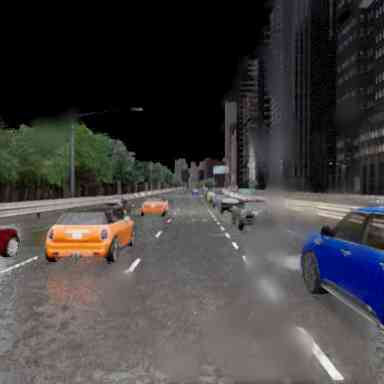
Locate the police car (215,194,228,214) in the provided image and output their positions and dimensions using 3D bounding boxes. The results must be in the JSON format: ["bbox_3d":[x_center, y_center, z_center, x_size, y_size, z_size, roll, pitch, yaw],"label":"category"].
[{"bbox_3d":[3.616,1.240,32.571,1.930,1.638,5.238,0,0,0],"label":"police car"}]

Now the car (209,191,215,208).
[{"bbox_3d":[3.704,1.091,43.401,2.097,1.767,4.553,0,0,1],"label":"car"}]

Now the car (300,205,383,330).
[{"bbox_3d":[3.606,1.205,5.454,2.150,2.045,5.566,0,1,0],"label":"car"}]

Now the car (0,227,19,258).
[{"bbox_3d":[-6.888,1.439,9.462,1.882,1.535,5.008,0,0,0],"label":"car"}]

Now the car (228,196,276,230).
[{"bbox_3d":[3.650,1.250,20.503,2.097,1.767,4.553,0,0,0],"label":"car"}]

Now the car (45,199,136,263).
[{"bbox_3d":[-3.382,1.302,11.950,2.097,1.767,4.553,0,0,0],"label":"car"}]

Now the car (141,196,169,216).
[{"bbox_3d":[-3.295,1.181,30.377,2.097,1.767,4.553,0,0,0],"label":"car"}]

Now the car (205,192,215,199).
[{"bbox_3d":[4.127,0.800,76.362,2.163,1.488,4.792,0,1,1],"label":"car"}]

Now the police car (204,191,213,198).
[{"bbox_3d":[4.318,0.589,87.300,2.038,1.542,4.974,0,1,1],"label":"police car"}]

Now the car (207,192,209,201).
[{"bbox_3d":[3.820,1.163,54.401,1.837,1.490,4.892,0,0,1],"label":"car"}]

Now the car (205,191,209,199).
[{"bbox_3d":[3.960,0.985,65.363,1.882,1.535,5.008,0,1,1],"label":"car"}]
